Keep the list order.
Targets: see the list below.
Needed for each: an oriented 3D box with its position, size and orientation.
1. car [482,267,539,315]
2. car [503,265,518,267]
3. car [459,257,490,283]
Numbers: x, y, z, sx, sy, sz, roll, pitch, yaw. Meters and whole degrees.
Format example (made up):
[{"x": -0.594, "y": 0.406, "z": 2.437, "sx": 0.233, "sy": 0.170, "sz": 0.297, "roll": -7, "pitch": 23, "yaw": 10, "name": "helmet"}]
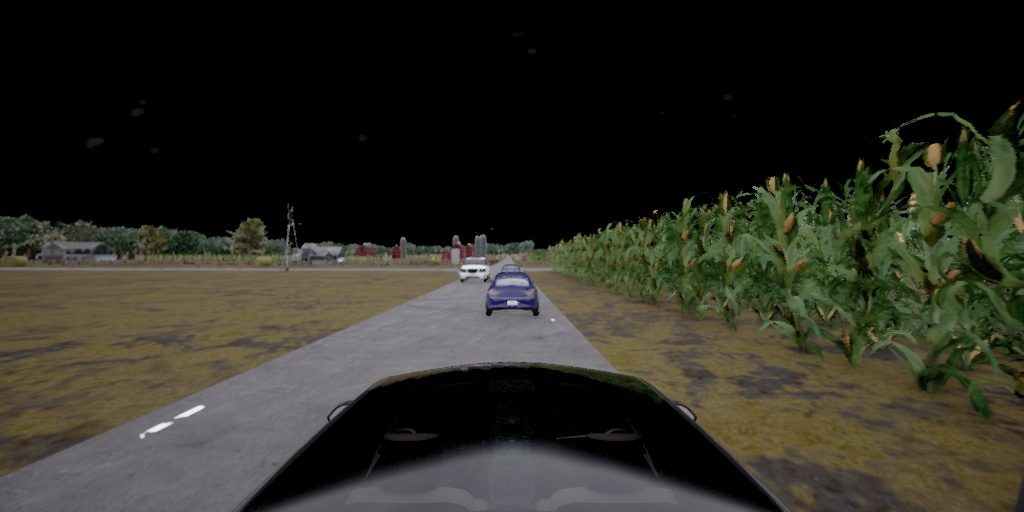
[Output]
[{"x": 0.006, "y": 1.342, "z": 13.765, "sx": 1.812, "sy": 1.442, "sz": 4.674, "roll": 0, "pitch": 0, "yaw": 0, "name": "car"}, {"x": -0.101, "y": 1.462, "z": 31.888, "sx": 2.033, "sy": 1.411, "sz": 5.357, "roll": 0, "pitch": 0, "yaw": 0, "name": "car"}, {"x": -3.032, "y": 1.127, "z": 30.120, "sx": 2.150, "sy": 2.045, "sz": 5.566, "roll": 0, "pitch": 0, "yaw": 0, "name": "car"}]
